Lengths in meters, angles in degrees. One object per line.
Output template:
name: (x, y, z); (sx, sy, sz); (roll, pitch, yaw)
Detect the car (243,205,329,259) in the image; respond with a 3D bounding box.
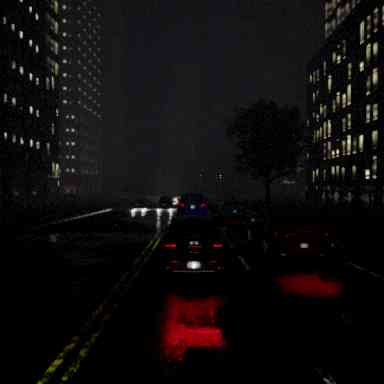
car: (3.318, 1.414, 12.301); (1.882, 1.535, 5.008); (0, 0, 0)

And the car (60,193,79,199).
car: (-28.206, 0.918, 76.043); (4.507, 1.381, 1.887); (0, 1, 1)

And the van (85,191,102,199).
van: (-22.667, 0.740, 75.996); (3.998, 1.788, 1.690); (0, 1, 1)

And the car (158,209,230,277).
car: (0.059, 1.451, 10.063); (1.837, 1.490, 4.892); (0, -1, 0)

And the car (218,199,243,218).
car: (3.322, 1.326, 28.112); (1.882, 1.535, 5.008); (0, 0, 0)

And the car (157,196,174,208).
car: (-3.352, 1.269, 42.246); (1.837, 1.490, 4.892); (0, 0, 0)

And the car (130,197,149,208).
car: (-6.600, 1.327, 42.234); (1.994, 1.385, 4.181); (0, 0, 0)

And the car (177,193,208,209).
car: (0.059, 1.088, 25.457); (2.150, 2.045, 5.566); (0, 1, 0)
